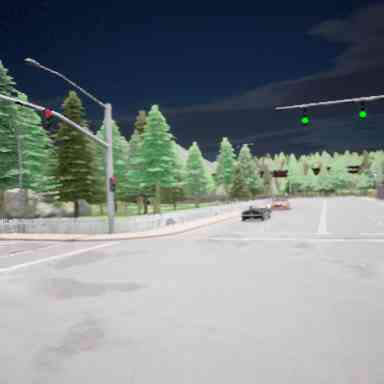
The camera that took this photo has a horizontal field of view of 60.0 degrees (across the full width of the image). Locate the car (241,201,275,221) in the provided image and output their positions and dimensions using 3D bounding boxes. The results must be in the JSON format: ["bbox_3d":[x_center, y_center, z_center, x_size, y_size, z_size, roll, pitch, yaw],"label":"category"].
[{"bbox_3d":[5.522,1.749,28.388,1.895,1.301,4.718,-2,-1,22],"label":"car"}]

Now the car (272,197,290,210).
[{"bbox_3d":[11.649,1.468,43.750,2.097,1.767,4.553,-2,-1,22],"label":"car"}]
